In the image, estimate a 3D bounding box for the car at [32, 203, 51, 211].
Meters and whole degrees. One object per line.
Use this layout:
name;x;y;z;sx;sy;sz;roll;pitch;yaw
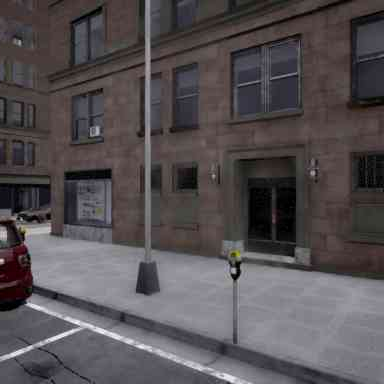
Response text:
car;-10.254;1.503;25.184;2.033;1.411;5.357;0;0;36

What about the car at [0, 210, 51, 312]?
car;-5.082;1.315;6.423;5.009;1.841;2.192;0;0;35
